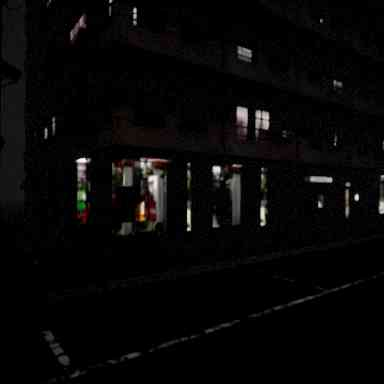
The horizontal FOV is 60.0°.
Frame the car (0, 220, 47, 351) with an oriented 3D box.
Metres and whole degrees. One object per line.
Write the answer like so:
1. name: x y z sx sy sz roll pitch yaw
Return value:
1. car: -4.230 1.334 3.518 5.009 1.841 2.192 -1 2 -36
